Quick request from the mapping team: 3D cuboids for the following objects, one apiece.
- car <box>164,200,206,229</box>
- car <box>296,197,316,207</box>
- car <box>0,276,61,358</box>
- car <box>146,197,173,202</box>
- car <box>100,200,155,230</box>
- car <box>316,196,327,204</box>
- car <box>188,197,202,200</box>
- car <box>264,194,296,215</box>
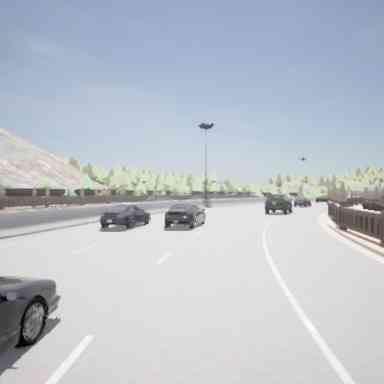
[{"bbox_3d":[-0.355,1.488,21.770,1.837,1.490,4.892,0,0,14],"label":"car"},{"bbox_3d":[17.015,1.540,51.141,2.128,1.511,4.902,0,0,32],"label":"car"},{"bbox_3d":[-3.260,1.529,3.236,2.033,1.411,5.357,0,0,3],"label":"car"},{"bbox_3d":[-4.293,1.469,49.711,1.812,1.442,4.674,0,0,29],"label":"car"},{"bbox_3d":[-4.145,1.490,21.064,1.812,1.442,4.674,0,0,13],"label":"car"},{"bbox_3d":[25.423,1.425,64.809,1.882,1.535,5.008,0,0,32],"label":"car"},{"bbox_3d":[0.442,1.492,50.990,1.812,1.442,4.674,0,0,31],"label":"car"},{"bbox_3d":[9.158,1.245,35.033,2.150,2.045,5.566,0,0,25],"label":"car"}]
